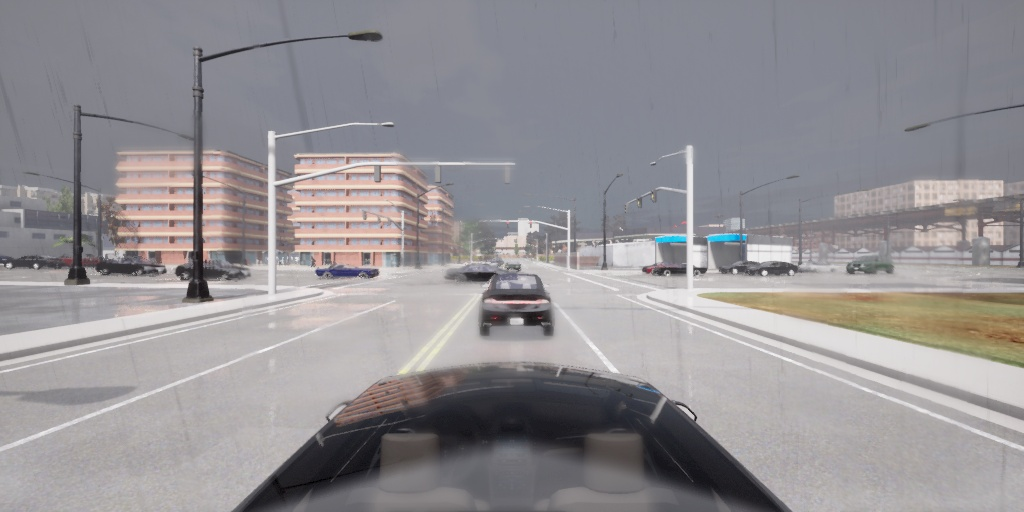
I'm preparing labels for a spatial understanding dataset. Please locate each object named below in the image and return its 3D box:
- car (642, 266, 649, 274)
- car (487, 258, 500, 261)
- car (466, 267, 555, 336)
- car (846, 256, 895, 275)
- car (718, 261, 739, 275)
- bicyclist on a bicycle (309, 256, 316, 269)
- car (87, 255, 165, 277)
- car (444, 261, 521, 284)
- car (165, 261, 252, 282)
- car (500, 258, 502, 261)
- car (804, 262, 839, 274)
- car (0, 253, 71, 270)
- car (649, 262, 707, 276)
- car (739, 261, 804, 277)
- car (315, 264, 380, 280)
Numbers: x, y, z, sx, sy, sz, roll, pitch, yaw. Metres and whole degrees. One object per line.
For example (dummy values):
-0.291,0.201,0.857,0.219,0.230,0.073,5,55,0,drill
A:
16.456,1.314,39.209,4.181,1.385,1.994,0,0,1,car
-3.347,1.351,55.931,1.895,1.301,4.718,0,0,0,car
0.117,1.242,10.365,2.128,1.511,4.902,0,0,0,car
38.803,0.971,38.772,5.566,2.045,2.150,0,0,-22,car
25.201,1.255,39.290,4.892,1.490,1.837,0,0,-5,car
-25.949,0.844,46.637,0.582,1.620,1.656,1,0,1,bicyclist on a bicycle
-32.067,0.941,30.296,4.902,1.511,2.128,1,0,2,car
-2.103,1.265,25.725,5.357,1.411,2.033,0,0,4,car
-22.044,1.096,26.546,4.902,1.511,2.128,1,0,1,car
-3.271,1.241,65.186,2.128,1.511,4.902,0,0,1,car
34.865,1.351,41.067,4.718,1.301,1.895,0,0,-19,car
-50.395,0.628,37.891,4.892,1.490,1.837,1,0,2,car
16.619,1.351,35.681,4.718,1.301,1.895,0,0,0,car
25.897,1.255,35.838,4.892,1.490,1.837,0,0,-5,car
-13.614,1.291,29.931,4.718,1.301,1.895,0,0,-1,car
